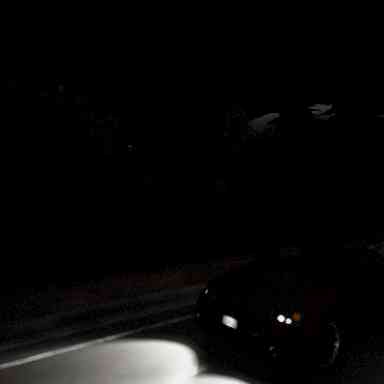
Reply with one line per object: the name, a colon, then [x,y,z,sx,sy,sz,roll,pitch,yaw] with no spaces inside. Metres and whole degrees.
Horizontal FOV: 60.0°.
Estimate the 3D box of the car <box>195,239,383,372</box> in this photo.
car: [2.086,1.561,5.695,4.181,1.385,1.994,0,0,-38]
